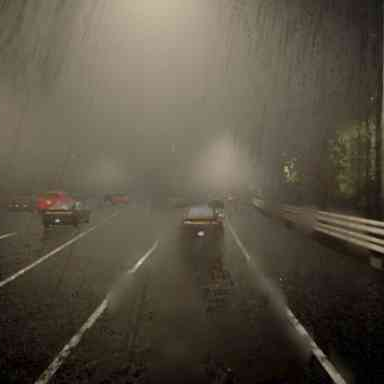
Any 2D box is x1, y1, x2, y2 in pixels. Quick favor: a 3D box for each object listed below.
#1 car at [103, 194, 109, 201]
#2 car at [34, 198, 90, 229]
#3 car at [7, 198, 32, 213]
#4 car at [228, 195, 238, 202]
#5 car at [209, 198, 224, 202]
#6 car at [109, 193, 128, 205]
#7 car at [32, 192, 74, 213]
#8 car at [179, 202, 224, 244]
[{"bbox_3d":[-15.756,1.027,63.600,2.128,1.511,4.902,0,0,-6],"label":"car"},{"bbox_3d":[-7.503,1.329,20.307,2.128,1.511,4.902,0,0,-6],"label":"car"},{"bbox_3d":[-15.835,1.269,32.099,2.033,1.411,5.357,0,0,-6],"label":"car"},{"bbox_3d":[9.515,1.404,77.343,1.882,1.535,5.008,0,0,14],"label":"car"},{"bbox_3d":[3.275,1.506,44.924,1.994,1.385,4.181,0,0,8],"label":"car"},{"bbox_3d":[-10.750,0.995,50.004,2.097,1.767,4.553,0,0,-6],"label":"car"},{"bbox_3d":[-12.094,0.975,30.112,2.150,2.045,5.566,0,0,-6],"label":"car"},{"bbox_3d":[0.469,1.439,15.470,2.128,1.511,4.902,0,0,3],"label":"car"}]
